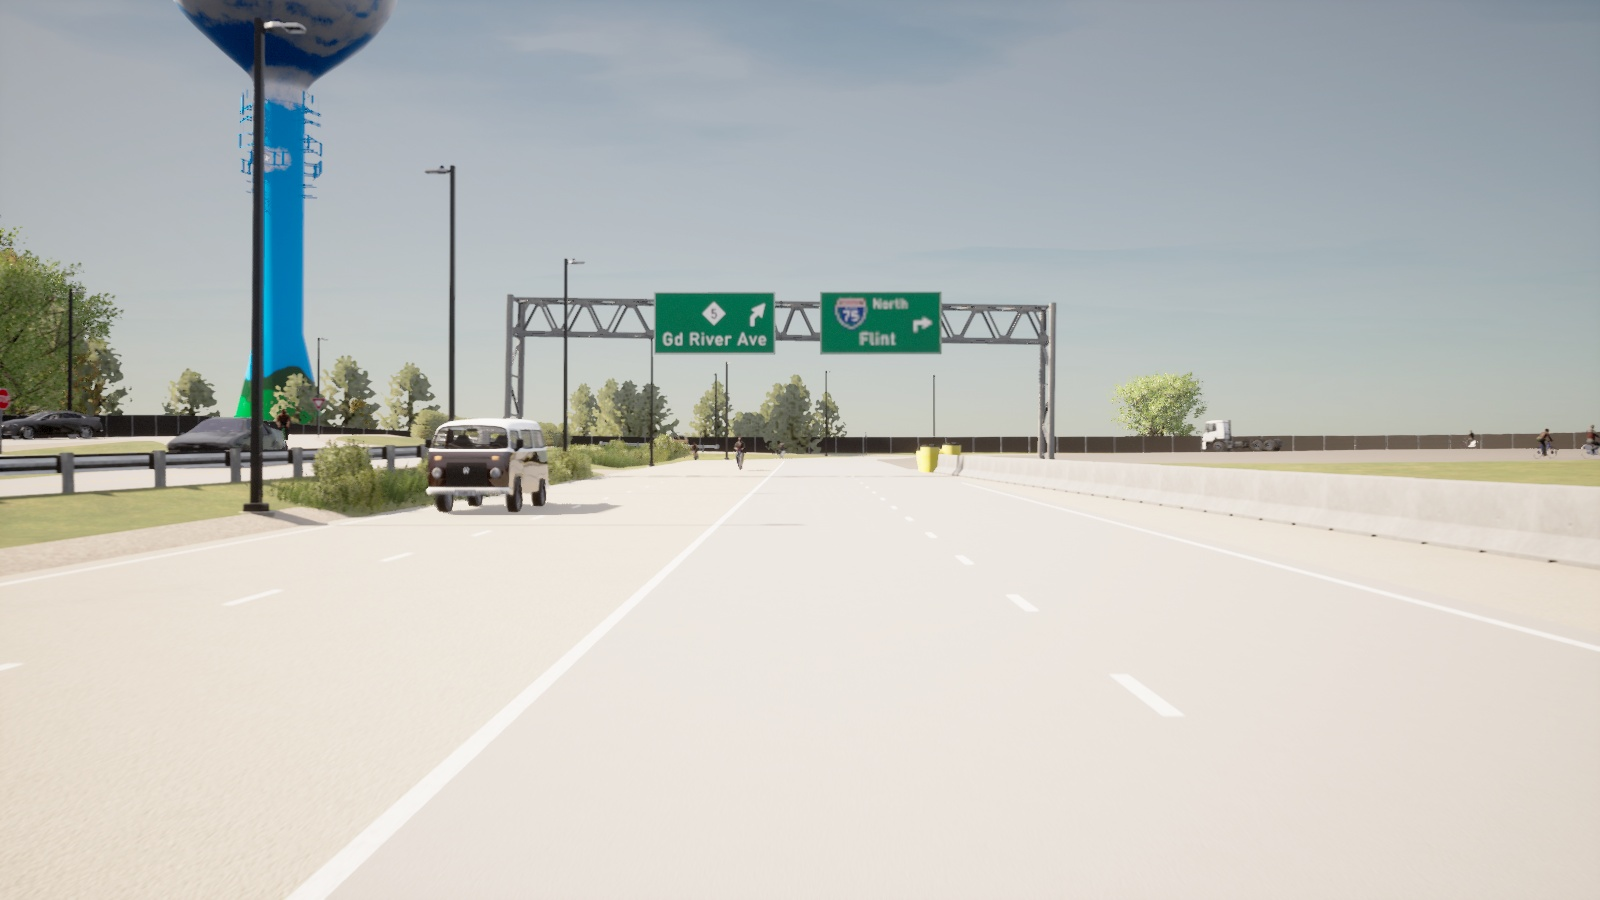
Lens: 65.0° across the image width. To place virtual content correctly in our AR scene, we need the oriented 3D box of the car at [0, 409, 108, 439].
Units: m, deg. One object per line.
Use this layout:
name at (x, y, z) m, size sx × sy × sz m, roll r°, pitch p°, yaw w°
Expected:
car at (-39.248, -1.405, 65.672) m, size 2.128 × 1.511 × 4.902 m, roll 1°, pitch 2°, yaw 35°

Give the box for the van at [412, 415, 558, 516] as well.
van at (-6.825, 0.297, 27.741) m, size 2.069 × 2.038 × 4.480 m, roll 0°, pitch 0°, yaw 0°

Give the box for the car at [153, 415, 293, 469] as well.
car at (-16.785, -0.288, 36.885) m, size 2.033 × 1.411 × 5.357 m, roll 0°, pitch 2°, yaw -5°
